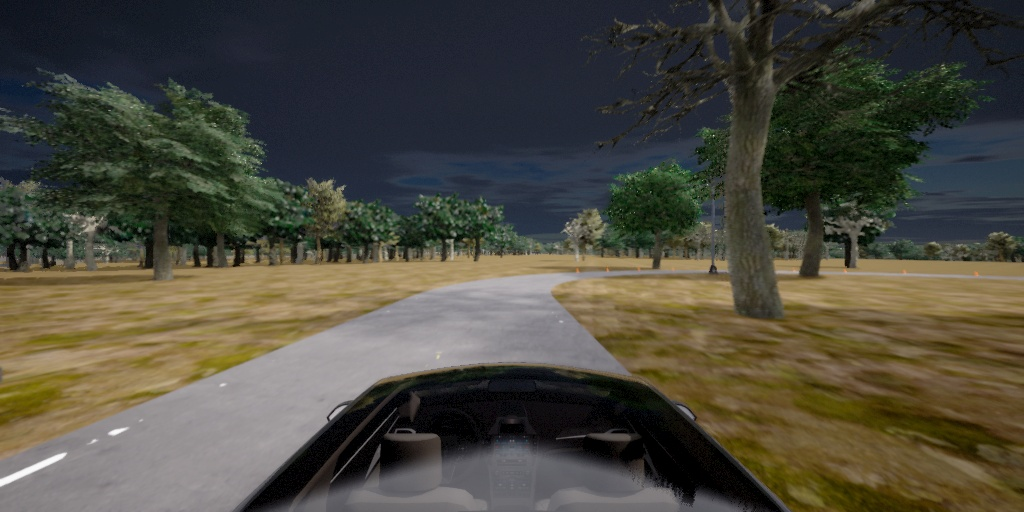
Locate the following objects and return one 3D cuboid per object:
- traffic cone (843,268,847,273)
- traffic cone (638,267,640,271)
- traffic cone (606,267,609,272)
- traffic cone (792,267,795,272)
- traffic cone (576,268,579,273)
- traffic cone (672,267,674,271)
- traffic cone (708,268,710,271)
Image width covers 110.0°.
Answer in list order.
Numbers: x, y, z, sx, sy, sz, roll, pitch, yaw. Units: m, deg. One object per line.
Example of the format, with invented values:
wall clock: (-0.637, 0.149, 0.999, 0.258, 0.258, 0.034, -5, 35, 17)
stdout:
traffic cone: (43.613, 1.880, 46.993, 0.340, 0.580, 0.340, 0, 0, 28)
traffic cone: (17.178, 1.742, 48.421, 0.340, 0.580, 0.340, 0, 0, -21)
traffic cone: (12.284, 1.733, 46.060, 0.340, 0.580, 0.340, 0, 0, -30)
traffic cone: (38.581, 1.845, 49.106, 0.340, 0.580, 0.340, 0, 0, 18)
traffic cone: (7.838, 1.726, 42.937, 0.340, 0.580, 0.340, 0, 0, -40)
traffic cone: (22.391, 1.758, 49.957, 0.340, 0.580, 0.340, 0, 0, -12)
traffic cone: (27.808, 1.782, 50.611, 0.340, 0.580, 0.340, 0, 0, -2)
